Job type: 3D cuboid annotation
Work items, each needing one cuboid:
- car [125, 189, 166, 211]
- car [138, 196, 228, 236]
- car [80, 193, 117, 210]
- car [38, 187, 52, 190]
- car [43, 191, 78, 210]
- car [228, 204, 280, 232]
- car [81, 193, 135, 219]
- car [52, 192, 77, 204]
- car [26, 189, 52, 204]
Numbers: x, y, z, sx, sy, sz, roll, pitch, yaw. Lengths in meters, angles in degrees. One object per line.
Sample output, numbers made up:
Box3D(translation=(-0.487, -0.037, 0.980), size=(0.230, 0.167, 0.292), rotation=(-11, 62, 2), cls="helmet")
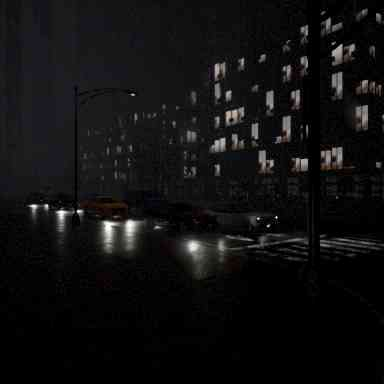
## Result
Box3D(translation=(-3.522, 0.810, 26.234), size=(2.150, 2.045, 5.566), rotation=(0, 1, -38), cls="car")
Box3D(translation=(-0.661, 1.231, 17.325), size=(1.882, 1.535, 5.008), rotation=(0, 1, -37), cls="car")
Box3D(translation=(-9.710, 0.882, 34.148), size=(1.882, 1.535, 5.008), rotation=(0, 1, -38), cls="car")
Box3D(translation=(-28.487, -0.025, 63.764), size=(2.150, 2.045, 5.566), rotation=(0, 1, -38), cls="car")
Box3D(translation=(-12.778, 0.898, 32.787), size=(1.837, 1.490, 4.892), rotation=(0, 1, -38), cls="car")
Box3D(translation=(2.508, 1.368, 18.580), size=(1.895, 1.301, 4.718), rotation=(0, 1, -39), cls="car")
Box3D(translation=(-6.504, 1.057, 24.772), size=(1.882, 1.535, 5.008), rotation=(0, 1, -38), cls="car")
Box3D(translation=(-16.555, 0.725, 42.972), size=(1.812, 1.442, 4.674), rotation=(0, 1, -38), cls="car")
Box3D(translation=(-19.139, 0.706, 41.001), size=(1.837, 1.490, 4.892), rotation=(0, 1, -37), cls="car")
